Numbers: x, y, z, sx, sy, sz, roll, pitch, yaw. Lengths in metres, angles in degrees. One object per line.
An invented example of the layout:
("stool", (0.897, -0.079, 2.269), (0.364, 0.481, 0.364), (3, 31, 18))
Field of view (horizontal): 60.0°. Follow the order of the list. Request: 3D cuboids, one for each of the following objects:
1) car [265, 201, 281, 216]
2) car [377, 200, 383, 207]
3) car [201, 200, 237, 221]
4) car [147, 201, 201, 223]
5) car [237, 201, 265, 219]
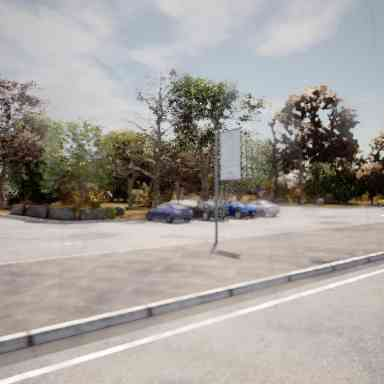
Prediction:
("car", (6.153, 1.523, 31.069), (2.002, 1.452, 4.674), (0, 0, -36))
("car", (29.261, 1.460, 47.726), (2.097, 1.535, 5.008), (0, 0, -36))
("car", (0.945, 1.491, 27.311), (2.231, 1.521, 4.892), (0, 0, -36))
("car", (-1.714, 1.533, 25.397), (2.002, 1.452, 4.674), (0, 0, -36))
("car", (3.594, 1.486, 29.235), (2.097, 1.535, 5.008), (0, 0, -36))
